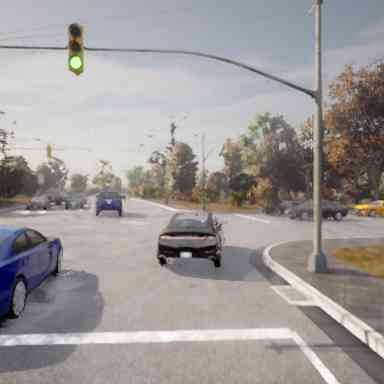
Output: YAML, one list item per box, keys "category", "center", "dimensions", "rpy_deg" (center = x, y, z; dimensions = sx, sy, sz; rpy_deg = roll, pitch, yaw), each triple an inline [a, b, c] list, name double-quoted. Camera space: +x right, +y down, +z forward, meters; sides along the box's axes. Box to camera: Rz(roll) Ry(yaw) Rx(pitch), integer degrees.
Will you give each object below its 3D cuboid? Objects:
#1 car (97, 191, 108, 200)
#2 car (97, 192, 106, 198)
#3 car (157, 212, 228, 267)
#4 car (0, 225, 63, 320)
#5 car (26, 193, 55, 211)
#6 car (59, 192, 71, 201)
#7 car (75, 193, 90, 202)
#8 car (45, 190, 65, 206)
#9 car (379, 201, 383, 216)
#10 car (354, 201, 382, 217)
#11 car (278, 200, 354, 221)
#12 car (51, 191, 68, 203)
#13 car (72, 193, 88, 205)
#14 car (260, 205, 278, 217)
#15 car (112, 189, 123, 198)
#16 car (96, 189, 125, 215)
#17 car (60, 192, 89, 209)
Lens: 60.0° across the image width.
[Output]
- category: "car"
  center: [-18.042, 0.644, 67.058]
  dimensions: [2.097, 1.767, 4.553]
  rpy_deg: [0, 0, -17]
- category: "car"
  center: [-20.893, 0.646, 76.674]
  dimensions: [1.812, 1.442, 4.674]
  rpy_deg: [0, 0, -16]
- category: "car"
  center: [0.127, 1.412, 11.204]
  dimensions: [2.128, 1.511, 4.902]
  rpy_deg: [0, 1, 7]
- category: "car"
  center: [-4.191, 1.450, 7.144]
  dimensions: [1.882, 1.535, 5.008]
  rpy_deg: [0, 1, -9]
- category: "car"
  center: [-16.182, 1.157, 35.322]
  dimensions: [1.812, 1.442, 4.674]
  rpy_deg: [0, 1, -15]
- category: "car"
  center: [-24.459, 0.835, 64.083]
  dimensions: [1.837, 1.490, 4.892]
  rpy_deg: [0, 0, -17]
- category: "car"
  center: [-18.523, 0.883, 56.424]
  dimensions: [2.128, 1.511, 4.902]
  rpy_deg: [0, 1, -17]
- category: "car"
  center: [-18.725, 0.740, 44.594]
  dimensions: [2.150, 2.045, 5.566]
  rpy_deg: [0, 1, -15]
- category: "car"
  center: [18.410, 1.723, 27.487]
  dimensions: [4.718, 1.301, 1.895]
  rpy_deg: [2, 0, -13]
- category: "car"
  center: [17.468, 1.552, 30.861]
  dimensions: [5.008, 1.535, 1.882]
  rpy_deg: [2, 0, -13]
- category: "car"
  center: [9.427, 1.365, 25.378]
  dimensions: [4.892, 1.490, 1.837]
  rpy_deg: [1, 0, -13]
- category: "car"
  center: [-21.541, 0.770, 54.296]
  dimensions: [2.097, 1.767, 4.553]
  rpy_deg: [0, 1, -17]
- category: "car"
  center: [-15.640, 0.996, 46.545]
  dimensions: [1.837, 1.490, 4.892]
  rpy_deg: [0, 1, -16]
- category: "car"
  center: [8.376, 1.413, 28.748]
  dimensions: [4.718, 1.301, 1.895]
  rpy_deg: [1, 0, -12]
- category: "car"
  center: [-17.544, 0.331, 77.686]
  dimensions: [2.150, 2.045, 5.566]
  rpy_deg: [0, 0, -16]
- category: "car"
  center: [-7.382, 0.915, 29.680]
  dimensions: [2.150, 2.045, 5.566]
  rpy_deg: [0, 1, -13]
- category: "car"
  center: [-13.124, 1.092, 37.476]
  dimensions: [2.128, 1.511, 4.902]
  rpy_deg: [0, 1, -15]
